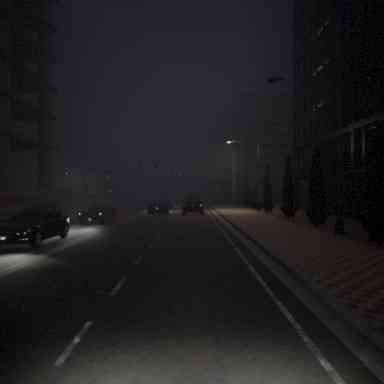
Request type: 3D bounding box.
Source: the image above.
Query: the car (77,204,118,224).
[{"bbox_3d":[-7.059,1.594,25.224,1.895,1.301,4.718,0,0,0],"label":"car"}]

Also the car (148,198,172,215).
[{"bbox_3d":[-3.407,1.556,34.356,1.994,1.385,4.181,0,0,0],"label":"car"}]

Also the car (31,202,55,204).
[{"bbox_3d":[-10.576,1.499,23.049,1.837,1.490,4.892,0,0,0],"label":"car"}]

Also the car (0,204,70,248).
[{"bbox_3d":[-7.073,1.501,14.912,1.837,1.490,4.892,0,0,0],"label":"car"}]

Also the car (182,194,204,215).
[{"bbox_3d":[0.093,1.343,33.977,2.097,1.767,4.553,0,0,0],"label":"car"}]
